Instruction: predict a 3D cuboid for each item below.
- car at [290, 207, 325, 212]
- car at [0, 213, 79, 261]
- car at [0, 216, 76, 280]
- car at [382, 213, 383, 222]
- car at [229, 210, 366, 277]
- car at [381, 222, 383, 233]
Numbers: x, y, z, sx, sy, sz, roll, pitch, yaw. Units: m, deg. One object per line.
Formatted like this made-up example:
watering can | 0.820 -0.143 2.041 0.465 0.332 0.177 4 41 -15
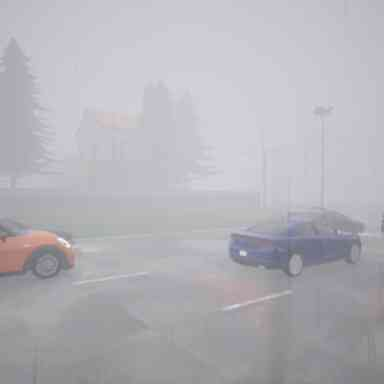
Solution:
car | 6.909 1.668 17.329 5.357 1.411 2.033 1 0 -36
car | -7.001 1.557 11.680 5.357 1.411 2.033 1 0 -35
car | -5.447 1.356 8.566 4.553 1.767 2.097 1 0 -35
car | 11.449 1.366 16.279 5.566 2.045 2.150 0 0 -36
car | 3.420 1.546 10.534 5.008 1.535 1.882 1 0 -35
car | 7.203 1.589 8.938 4.892 1.490 1.837 1 0 -35
